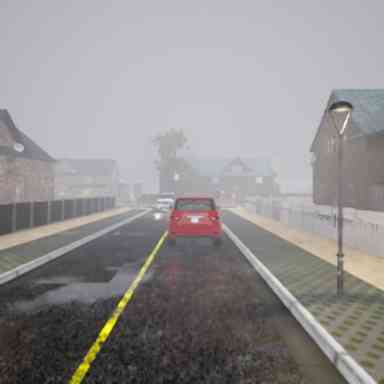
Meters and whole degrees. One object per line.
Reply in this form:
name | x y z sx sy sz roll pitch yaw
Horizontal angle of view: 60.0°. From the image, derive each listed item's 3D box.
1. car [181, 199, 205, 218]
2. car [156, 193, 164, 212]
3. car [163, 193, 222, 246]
car | 0.099 1.452 30.325 2.033 1.411 5.357 0 0 0
car | -2.743 1.112 37.186 2.150 2.045 5.566 0 0 0
car | 0.103 1.163 15.026 2.150 2.045 5.566 0 0 0
